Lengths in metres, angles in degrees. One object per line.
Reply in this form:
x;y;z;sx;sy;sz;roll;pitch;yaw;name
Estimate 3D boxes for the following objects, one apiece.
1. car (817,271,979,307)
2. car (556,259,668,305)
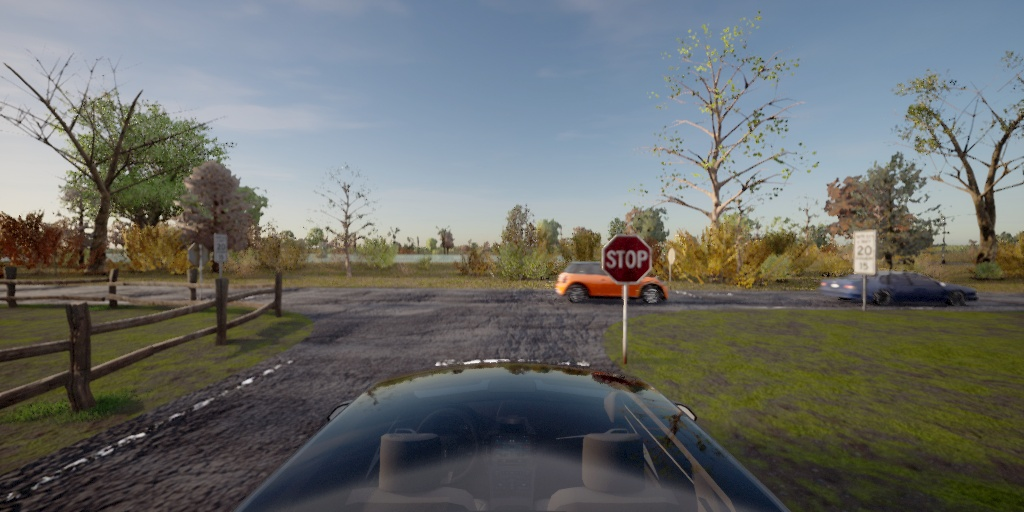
16.364;1.341;15.390;5.357;1.411;2.033;0;1;0;car
4.228;1.047;15.414;4.553;1.767;2.097;1;1;0;car
